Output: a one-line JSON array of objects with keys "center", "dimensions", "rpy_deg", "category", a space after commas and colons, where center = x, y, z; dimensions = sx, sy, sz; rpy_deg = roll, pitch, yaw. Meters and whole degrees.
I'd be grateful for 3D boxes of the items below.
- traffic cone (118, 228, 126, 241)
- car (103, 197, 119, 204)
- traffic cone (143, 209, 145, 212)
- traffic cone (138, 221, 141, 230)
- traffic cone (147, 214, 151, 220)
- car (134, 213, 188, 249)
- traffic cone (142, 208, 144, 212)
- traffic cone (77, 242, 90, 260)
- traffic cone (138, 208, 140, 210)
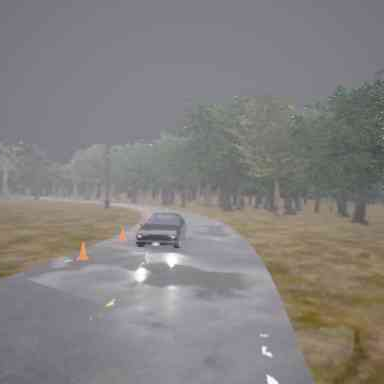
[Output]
[{"center": [-3.420, 2.086, 16.396], "dimensions": [0.340, 0.580, 0.340], "rpy_deg": [1, -1, 3], "category": "traffic cone"}, {"center": [-18.037, 1.876, 74.186], "dimensions": [2.128, 1.511, 4.902], "rpy_deg": [2, -1, -41], "category": "car"}, {"center": [-5.417, 2.347, 40.540], "dimensions": [0.340, 0.580, 0.340], "rpy_deg": [1, -1, -12], "category": "traffic cone"}, {"center": [-3.315, 2.150, 21.253], "dimensions": [0.340, 0.580, 0.340], "rpy_deg": [1, -1, 0], "category": "traffic cone"}, {"center": [-3.463, 2.208, 26.109], "dimensions": [0.340, 0.580, 0.340], "rpy_deg": [1, -1, -3], "category": "traffic cone"}, {"center": [-1.246, 1.711, 15.795], "dimensions": [2.033, 1.411, 5.357], "rpy_deg": [1, -1, 4], "category": "car"}, {"center": [-6.566, 2.375, 45.261], "dimensions": [0.340, 0.580, 0.340], "rpy_deg": [1, -1, -15], "category": "traffic cone"}, {"center": [-3.778, 2.019, 11.551], "dimensions": [0.340, 0.580, 0.340], "rpy_deg": [1, -1, 6], "category": "traffic cone"}, {"center": [-7.959, 2.392, 49.915], "dimensions": [0.340, 0.580, 0.340], "rpy_deg": [1, -1, -18], "category": "traffic cone"}]
